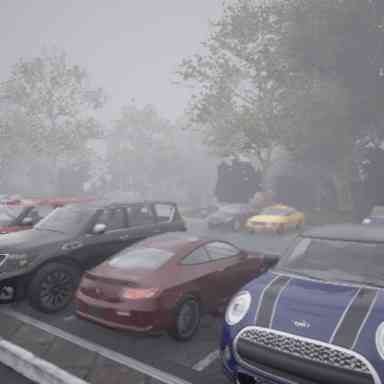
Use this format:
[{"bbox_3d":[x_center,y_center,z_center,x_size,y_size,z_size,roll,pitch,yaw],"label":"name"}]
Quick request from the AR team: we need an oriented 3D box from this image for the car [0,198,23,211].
[{"bbox_3d":[-22.421,1.472,38.531,2.002,1.452,4.674,0,0,35],"label":"car"}]

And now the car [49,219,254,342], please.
[{"bbox_3d":[-0.035,1.518,6.562,2.002,1.452,4.674,0,0,35],"label":"car"}]

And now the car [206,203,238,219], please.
[{"bbox_3d":[2.678,1.472,20.693,2.231,1.521,4.892,0,0,35],"label":"car"}]

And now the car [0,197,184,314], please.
[{"bbox_3d":[-2.334,1.223,8.165,2.435,2.045,5.566,0,0,35],"label":"car"}]

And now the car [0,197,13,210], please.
[{"bbox_3d":[-24.591,1.433,40.071,2.097,1.535,5.008,0,0,35],"label":"car"}]

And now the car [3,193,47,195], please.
[{"bbox_3d":[-17.897,1.187,35.282,2.435,2.045,5.566,0,0,35],"label":"car"}]

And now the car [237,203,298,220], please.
[{"bbox_3d":[4.831,1.472,18.928,1.946,1.575,5.366,0,0,35],"label":"car"}]

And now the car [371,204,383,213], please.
[{"bbox_3d":[9.479,1.357,15.887,2.185,1.767,4.553,0,0,35],"label":"car"}]

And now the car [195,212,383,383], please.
[{"bbox_3d":[2.270,1.356,4.965,2.185,1.767,4.553,0,0,35],"label":"car"}]

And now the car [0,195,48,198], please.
[{"bbox_3d":[-4.619,1.219,9.790,2.435,2.045,5.566,0,0,35],"label":"car"}]
